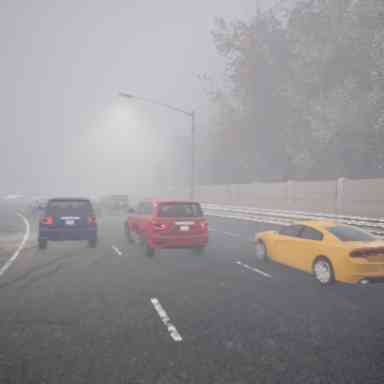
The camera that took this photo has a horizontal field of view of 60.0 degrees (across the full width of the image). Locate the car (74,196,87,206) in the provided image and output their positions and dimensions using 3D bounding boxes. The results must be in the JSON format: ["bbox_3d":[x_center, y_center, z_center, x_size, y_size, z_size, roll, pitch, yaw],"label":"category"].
[{"bbox_3d":[-18.824,1.430,56.144,1.882,1.535,5.008,1,-1,-20],"label":"car"}]

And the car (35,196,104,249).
[{"bbox_3d":[-5.477,1.199,14.593,2.150,2.045,5.566,1,0,-23],"label":"car"}]

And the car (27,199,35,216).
[{"bbox_3d":[-14.165,1.398,31.118,2.128,1.511,4.902,1,0,-32],"label":"car"}]

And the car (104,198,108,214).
[{"bbox_3d":[-9.749,1.476,30.641,2.128,1.511,4.902,1,0,-30],"label":"car"}]

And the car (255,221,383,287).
[{"bbox_3d":[3.701,1.597,9.948,1.882,1.535,5.008,1,0,-18],"label":"car"}]

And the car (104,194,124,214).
[{"bbox_3d":[-8.346,1.256,35.504,2.150,2.045,5.566,1,0,-29],"label":"car"}]

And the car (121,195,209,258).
[{"bbox_3d":[-1.211,1.270,13.358,2.150,2.045,5.566,1,0,-21],"label":"car"}]
